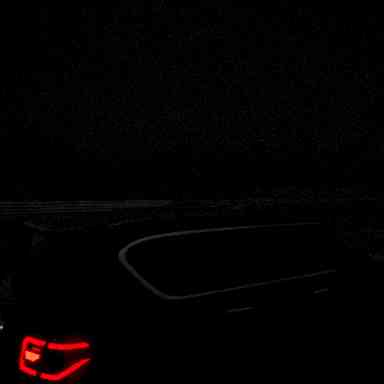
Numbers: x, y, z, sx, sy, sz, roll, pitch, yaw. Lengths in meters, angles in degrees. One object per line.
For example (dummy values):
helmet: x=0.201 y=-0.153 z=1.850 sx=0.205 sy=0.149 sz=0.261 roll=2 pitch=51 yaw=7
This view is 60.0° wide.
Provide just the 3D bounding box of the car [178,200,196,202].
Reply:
car: x=-0.726 y=1.527 z=29.245 sx=4.892 sy=1.490 sz=1.837 roll=0 pitch=0 yaw=-35

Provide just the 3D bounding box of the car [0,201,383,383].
car: x=0.638 y=1.225 z=4.202 sx=5.566 sy=2.045 sz=2.150 roll=0 pitch=0 yaw=-36

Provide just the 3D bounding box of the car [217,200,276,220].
car: x=4.757 y=1.523 z=28.829 sx=4.902 sy=1.511 sz=2.128 roll=0 pitch=0 yaw=-35

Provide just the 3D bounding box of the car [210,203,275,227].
car: x=3.652 y=1.549 z=23.767 sx=4.674 sy=1.442 sz=1.812 roll=0 pitch=0 yaw=-35

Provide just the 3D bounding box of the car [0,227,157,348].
car: x=-3.437 y=1.548 z=5.594 sx=5.357 sy=1.411 sz=2.033 roll=0 pitch=0 yaw=-35
